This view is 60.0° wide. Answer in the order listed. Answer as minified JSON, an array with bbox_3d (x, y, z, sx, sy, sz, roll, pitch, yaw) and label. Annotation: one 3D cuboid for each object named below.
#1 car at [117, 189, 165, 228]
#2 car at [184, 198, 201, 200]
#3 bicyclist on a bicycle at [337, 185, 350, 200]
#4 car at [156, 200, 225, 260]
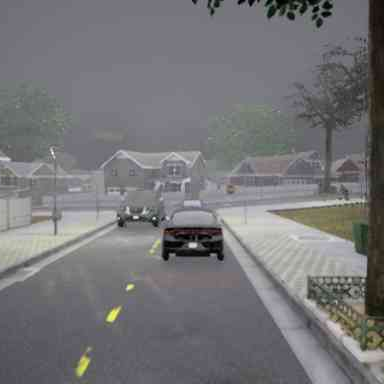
[{"bbox_3d":[-2.806,0.871,19.485,2.150,2.045,5.566,0,1,0],"label":"car"},{"bbox_3d":[0.030,1.126,22.113,1.812,1.442,4.674,0,1,1],"label":"car"},{"bbox_3d":[16.158,0.063,35.497,0.582,1.620,1.656,-3,3,-25],"label":"bicyclist on a bicycle"},{"bbox_3d":[0.060,1.267,11.605,1.882,1.535,5.008,0,1,1],"label":"car"}]
